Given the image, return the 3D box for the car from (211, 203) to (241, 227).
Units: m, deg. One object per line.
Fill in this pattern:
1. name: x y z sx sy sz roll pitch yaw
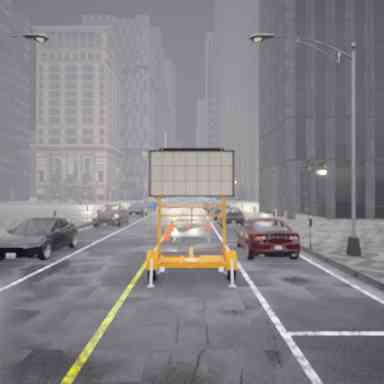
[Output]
1. car: 2.739 1.749 24.072 2.008 1.369 4.403 0 0 0

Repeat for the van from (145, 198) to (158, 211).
1. van: -5.807 1.714 46.627 1.690 1.788 3.998 0 0 0

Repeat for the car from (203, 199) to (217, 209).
1. car: 2.714 1.854 52.276 1.967 1.590 4.097 0 0 0

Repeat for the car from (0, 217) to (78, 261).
1. car: -5.776 1.673 12.781 1.947 1.339 4.313 0 0 0

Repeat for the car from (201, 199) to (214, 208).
1. car: 2.709 2.006 57.916 2.008 1.369 4.403 0 0 0

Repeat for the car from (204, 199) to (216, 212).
1. car: 2.724 1.857 41.164 1.752 1.417 4.829 0 0 0

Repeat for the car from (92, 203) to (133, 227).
1. car: -5.786 1.639 24.063 1.967 1.590 4.097 0 0 0

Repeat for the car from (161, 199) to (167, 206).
1. car: -5.822 2.048 63.548 2.008 1.369 4.403 0 0 0

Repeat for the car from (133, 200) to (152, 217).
1. car: -5.796 1.853 35.344 1.947 1.339 4.313 0 0 0

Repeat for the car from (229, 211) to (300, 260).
1. car: 2.749 1.652 12.791 1.887 1.381 4.507 0 0 0

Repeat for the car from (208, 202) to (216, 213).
1. car: 2.734 1.809 29.712 1.947 1.339 4.313 0 0 0

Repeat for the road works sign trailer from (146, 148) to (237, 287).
1. road works sign trailer: -0.008 0.544 9.533 2.380 3.560 2.880 0 0 0
